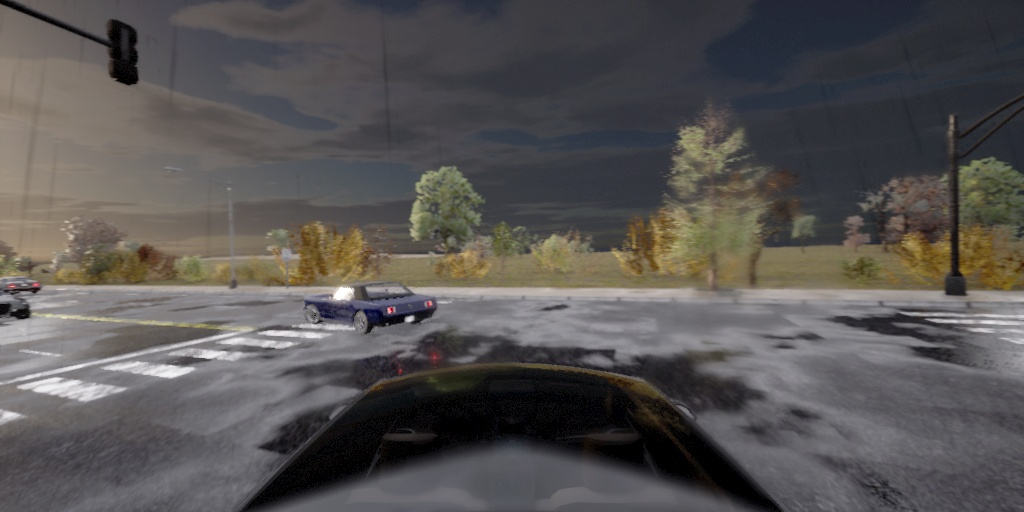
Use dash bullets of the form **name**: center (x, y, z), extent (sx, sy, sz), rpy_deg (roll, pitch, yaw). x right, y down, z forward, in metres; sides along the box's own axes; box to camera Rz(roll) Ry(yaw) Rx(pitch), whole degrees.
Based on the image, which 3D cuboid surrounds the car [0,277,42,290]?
- **car**: center (-39.156, 2.331, 27.999), extent (5.357, 1.411, 2.033), rpy_deg (-2, 1, 21)

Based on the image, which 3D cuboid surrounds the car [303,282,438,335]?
- **car**: center (-4.494, 1.448, 10.949), extent (4.718, 1.301, 1.895), rpy_deg (-2, 0, 38)

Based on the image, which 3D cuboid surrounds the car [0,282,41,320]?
- **car**: center (-21.084, 1.921, 14.003), extent (4.181, 1.385, 1.994), rpy_deg (-2, 1, 21)
